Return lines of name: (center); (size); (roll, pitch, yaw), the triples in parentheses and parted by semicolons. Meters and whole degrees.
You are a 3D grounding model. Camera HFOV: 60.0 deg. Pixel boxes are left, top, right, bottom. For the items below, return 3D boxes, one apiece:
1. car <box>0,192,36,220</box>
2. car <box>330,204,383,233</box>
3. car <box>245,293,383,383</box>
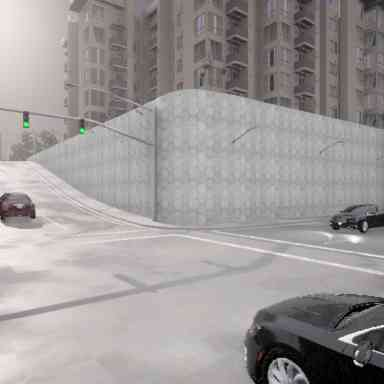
car: (-12.577, 0.794, 23.567); (2.097, 1.767, 4.553); (0, 6, -36)
car: (10.190, 1.505, 19.866); (4.892, 1.490, 1.837); (0, 0, -36)
car: (2.527, 1.536, 2.550); (1.837, 1.490, 4.892); (0, 0, -36)
